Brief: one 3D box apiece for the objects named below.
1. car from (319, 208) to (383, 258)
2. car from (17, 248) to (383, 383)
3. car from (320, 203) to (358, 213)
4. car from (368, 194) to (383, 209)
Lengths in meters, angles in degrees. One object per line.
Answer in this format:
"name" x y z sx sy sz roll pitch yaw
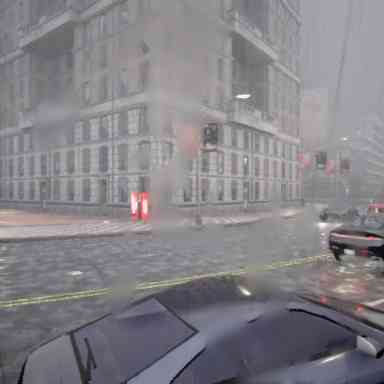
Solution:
"car" 6.391 1.489 10.888 4.902 1.511 2.128 0 0 -37
"car" 0.617 1.562 3.149 4.181 1.385 1.994 0 0 -26
"car" 11.847 1.564 26.587 2.033 1.411 5.357 0 0 39
"car" 14.418 1.205 24.207 2.150 2.045 5.566 0 0 39
